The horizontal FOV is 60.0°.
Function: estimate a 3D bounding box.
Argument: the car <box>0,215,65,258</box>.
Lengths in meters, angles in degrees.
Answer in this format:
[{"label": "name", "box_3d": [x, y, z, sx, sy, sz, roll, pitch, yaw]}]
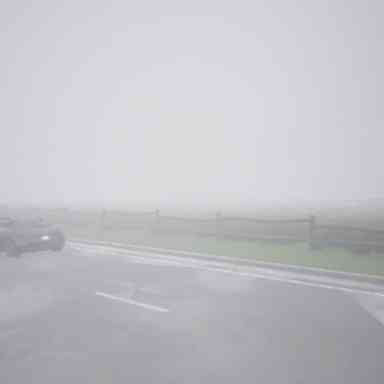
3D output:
[{"label": "car", "box_3d": [-6.891, 1.616, 13.074, 4.181, 1.385, 1.994, 0, 0, 35]}]
